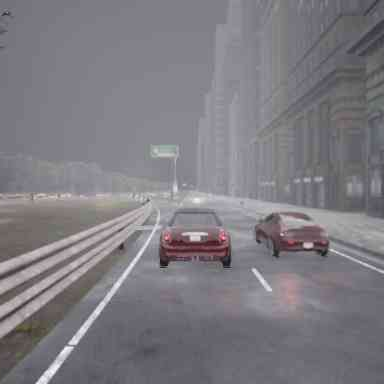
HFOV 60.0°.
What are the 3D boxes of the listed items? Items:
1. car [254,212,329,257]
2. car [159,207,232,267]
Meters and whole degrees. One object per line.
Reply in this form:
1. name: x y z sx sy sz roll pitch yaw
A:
1. car: 3.595 1.465 12.580 1.812 1.442 4.674 0 0 0
2. car: 0.093 1.296 11.361 2.097 1.767 4.553 0 0 0
